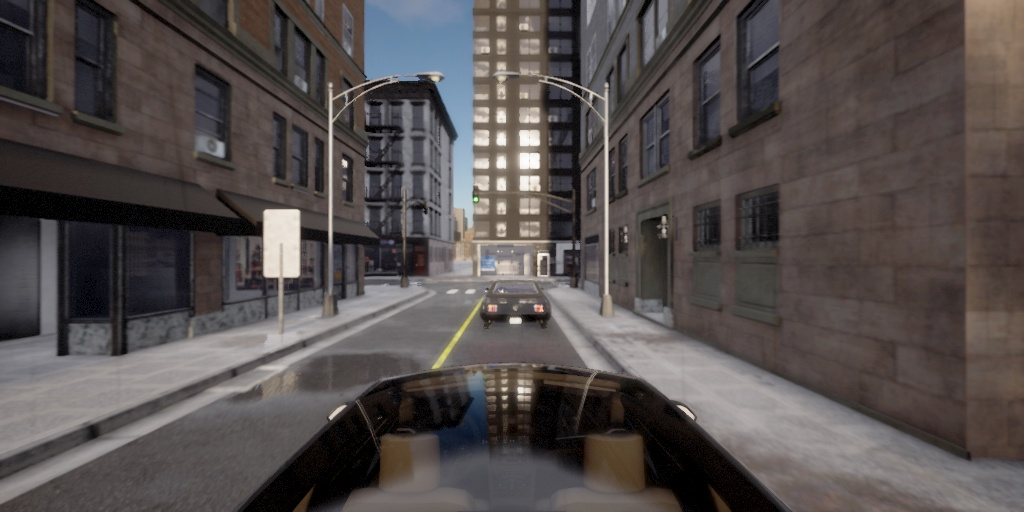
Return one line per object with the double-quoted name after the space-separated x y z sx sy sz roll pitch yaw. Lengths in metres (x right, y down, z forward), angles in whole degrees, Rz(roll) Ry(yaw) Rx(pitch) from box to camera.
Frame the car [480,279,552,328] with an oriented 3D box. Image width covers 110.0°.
0.097 1.398 11.512 1.895 1.301 4.718 0 0 0 "car"
